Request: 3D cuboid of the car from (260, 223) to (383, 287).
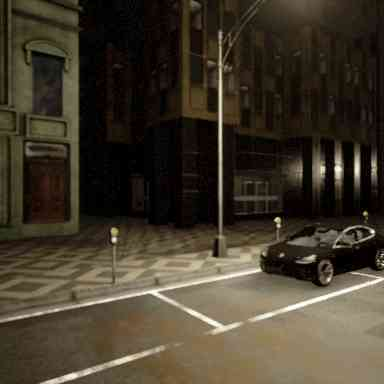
[{"bbox_3d":[3.855,1.582,9.404,4.313,1.339,1.947,0,0,-36],"label":"car"}]
